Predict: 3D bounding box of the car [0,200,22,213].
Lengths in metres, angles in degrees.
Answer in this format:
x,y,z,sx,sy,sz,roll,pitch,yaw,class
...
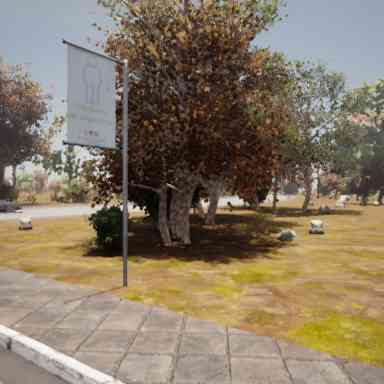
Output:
x,y,z,sx,sy,sz,roll,pitch,yaw,class
-20.360,1.522,33.966,2.033,1.411,5.357,0,0,39,car

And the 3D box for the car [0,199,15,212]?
x,y,z,sx,sy,sz,roll,pitch,yaw,class
-22.335,1.536,37.108,1.994,1.385,4.181,0,0,39,car
